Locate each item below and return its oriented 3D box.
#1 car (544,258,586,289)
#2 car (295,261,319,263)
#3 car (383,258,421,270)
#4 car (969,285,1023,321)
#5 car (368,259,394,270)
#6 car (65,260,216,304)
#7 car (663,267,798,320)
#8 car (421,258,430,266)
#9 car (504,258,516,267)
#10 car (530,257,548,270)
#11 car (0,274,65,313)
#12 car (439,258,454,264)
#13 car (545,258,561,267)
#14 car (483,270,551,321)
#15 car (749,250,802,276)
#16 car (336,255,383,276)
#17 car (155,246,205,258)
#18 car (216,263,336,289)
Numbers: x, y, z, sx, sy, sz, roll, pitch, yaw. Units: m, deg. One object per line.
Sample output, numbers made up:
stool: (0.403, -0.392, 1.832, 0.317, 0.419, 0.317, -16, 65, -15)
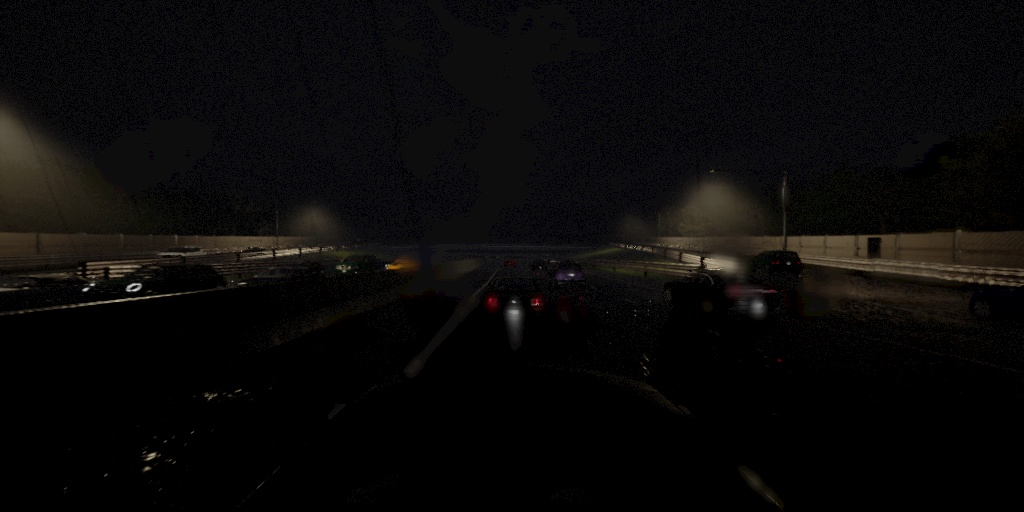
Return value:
car: (3.543, 1.178, 23.457, 2.033, 1.649, 4.856, 0, 0, 0)
car: (-17.691, 1.220, 30.478, 1.837, 1.490, 4.892, 0, 0, 0)
car: (-10.719, 1.162, 35.116, 1.882, 1.535, 5.008, 0, 0, 0)
car: (15.682, 1.337, 9.863, 1.882, 1.535, 5.008, 0, 0, 18)
car: (-17.810, 1.154, 48.932, 1.994, 1.385, 4.181, 0, 0, 0)
car: (-14.122, 1.105, 14.514, 2.097, 1.767, 4.553, 0, 0, 0)
car: (7.082, 1.242, 12.740, 2.128, 1.511, 4.902, 0, 0, 0)
car: (-14.352, 1.025, 57.113, 1.882, 1.535, 5.008, 0, 0, 0)
car: (-0.338, 1.023, 58.111, 1.882, 1.535, 5.008, 0, 0, -1)
car: (3.388, 1.117, 45.689, 1.837, 1.490, 4.892, 0, 0, -1)
car: (-17.618, 1.354, 13.023, 1.895, 1.301, 4.718, 0, 0, 0)
car: (-10.865, 1.086, 59.839, 2.033, 1.411, 5.357, 0, 0, -1)
car: (6.656, 1.036, 58.604, 2.128, 1.511, 4.902, 0, 0, -1)
car: (0.083, 1.352, 12.475, 1.895, 1.301, 4.718, 0, 0, 0)
car: (21.865, 0.539, 29.965, 2.150, 2.045, 5.566, 0, 2, 16)
car: (-14.206, 0.920, 33.110, 2.150, 2.045, 5.566, 0, 0, 0)
car: (-36.241, -0.042, 39.342, 2.150, 2.045, 5.566, 0, 2, -15)
car: (-10.628, 1.244, 16.740, 2.128, 1.511, 4.902, 0, 0, 0)
